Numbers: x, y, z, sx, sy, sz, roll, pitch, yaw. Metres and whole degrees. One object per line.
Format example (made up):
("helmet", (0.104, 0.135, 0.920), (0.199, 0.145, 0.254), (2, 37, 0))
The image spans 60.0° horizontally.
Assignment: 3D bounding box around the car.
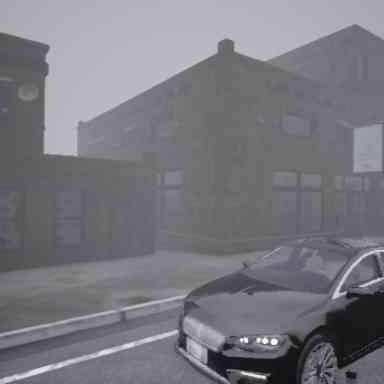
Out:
("car", (2.048, 1.524, 5.145), (4.902, 1.511, 2.128), (1, 0, -35))
